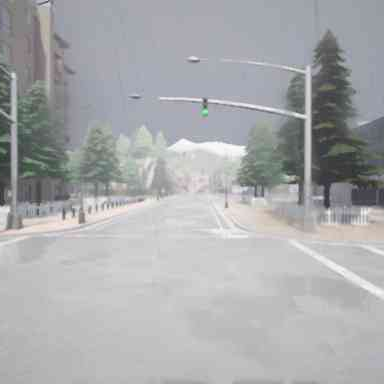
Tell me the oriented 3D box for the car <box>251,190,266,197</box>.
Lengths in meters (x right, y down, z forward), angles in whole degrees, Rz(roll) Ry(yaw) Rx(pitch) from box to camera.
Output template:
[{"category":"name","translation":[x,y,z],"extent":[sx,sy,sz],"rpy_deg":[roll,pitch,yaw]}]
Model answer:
[{"category":"car","translation":[15.665,0.560,79.043],"extent":[1.845,1.501,3.633],"rpy_deg":[0,1,2]}]

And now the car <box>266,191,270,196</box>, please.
[{"category":"car","translation":[18.935,0.493,86.340],"extent":[1.970,1.475,3.806],"rpy_deg":[0,1,2]}]
